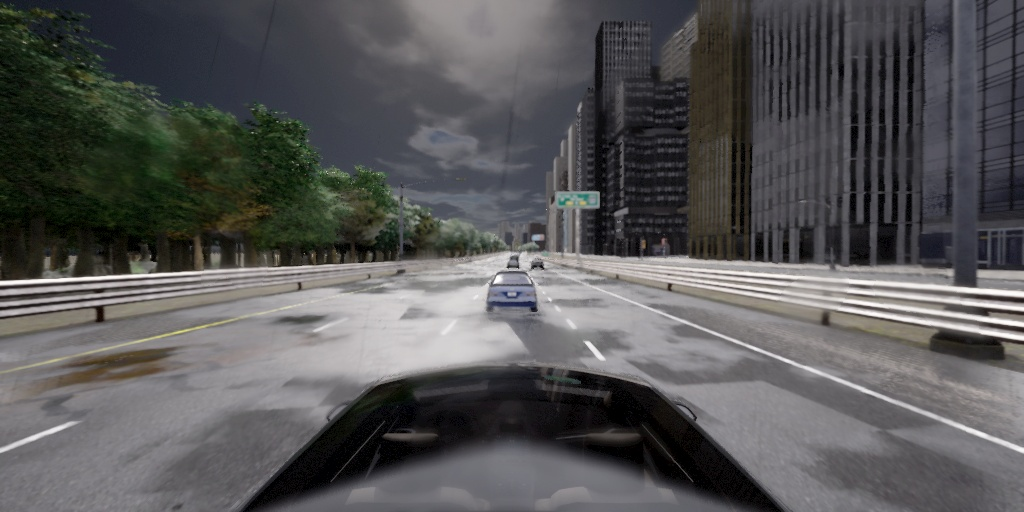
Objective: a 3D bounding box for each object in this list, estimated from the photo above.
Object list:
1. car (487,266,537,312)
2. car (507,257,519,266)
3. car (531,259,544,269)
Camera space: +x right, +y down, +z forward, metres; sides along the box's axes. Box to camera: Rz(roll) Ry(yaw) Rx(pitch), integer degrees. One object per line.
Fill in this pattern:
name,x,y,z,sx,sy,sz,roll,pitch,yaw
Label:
car,-0.003,1.307,14.338,2.033,1.411,5.357,0,0,0
car,0.220,1.261,58.846,1.994,1.385,4.181,0,0,1
car,3.772,1.221,53.696,1.837,1.490,4.892,0,1,0
